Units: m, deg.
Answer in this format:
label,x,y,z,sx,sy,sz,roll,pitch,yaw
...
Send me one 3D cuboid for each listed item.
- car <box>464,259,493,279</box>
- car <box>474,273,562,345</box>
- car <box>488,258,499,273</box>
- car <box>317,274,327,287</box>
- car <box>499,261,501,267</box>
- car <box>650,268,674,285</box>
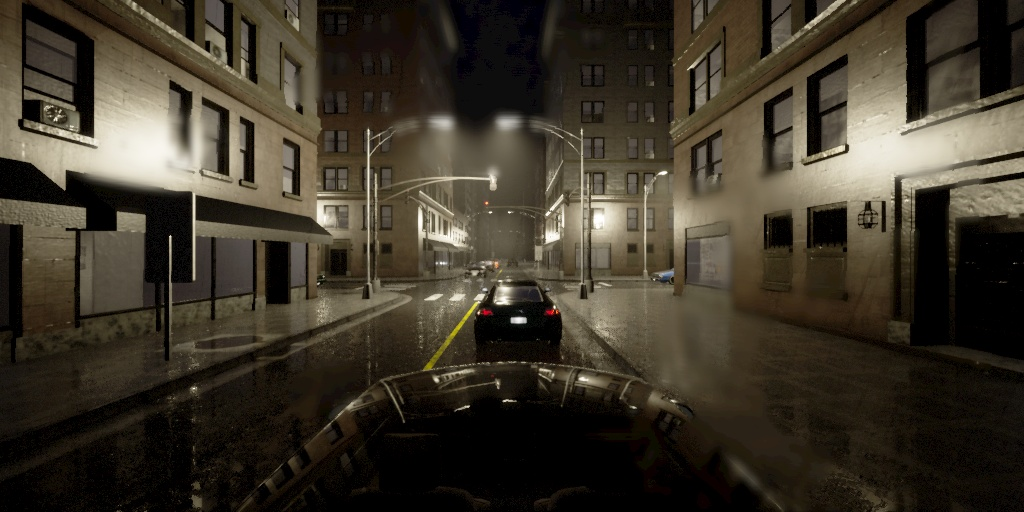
label,x,y,z,sx,sy,sz,roll,pitch,yaw
car,-3.080,1.240,31.919,2.128,1.511,4.902,0,0,0
car,0.118,1.314,9.497,1.994,1.385,4.181,0,0,-1
car,-3.077,1.295,44.171,2.033,1.411,5.357,0,0,0
car,-14.016,1.387,21.877,4.718,1.301,1.895,0,0,0
car,-3.060,1.094,54.715,2.097,1.767,4.553,0,0,0
car,12.626,1.261,25.150,5.357,1.411,2.033,0,0,0
